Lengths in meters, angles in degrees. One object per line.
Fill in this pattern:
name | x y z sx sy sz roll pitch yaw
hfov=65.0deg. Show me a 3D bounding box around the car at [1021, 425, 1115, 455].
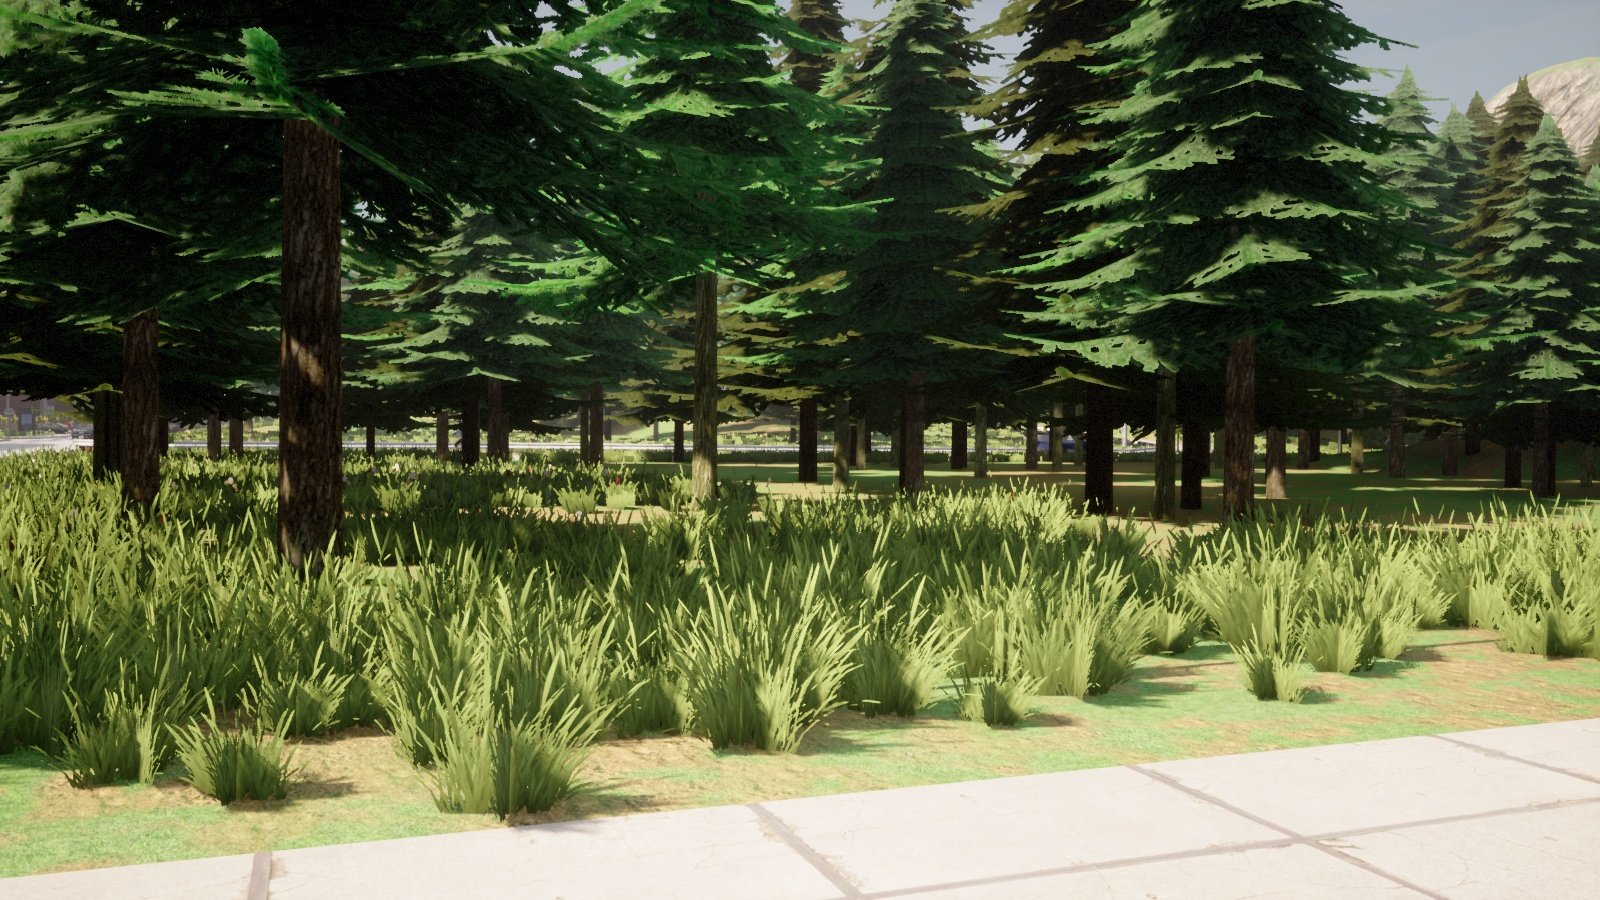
car | 15.093 -0.577 70.702 4.856 1.649 2.033 -1 1 -22
